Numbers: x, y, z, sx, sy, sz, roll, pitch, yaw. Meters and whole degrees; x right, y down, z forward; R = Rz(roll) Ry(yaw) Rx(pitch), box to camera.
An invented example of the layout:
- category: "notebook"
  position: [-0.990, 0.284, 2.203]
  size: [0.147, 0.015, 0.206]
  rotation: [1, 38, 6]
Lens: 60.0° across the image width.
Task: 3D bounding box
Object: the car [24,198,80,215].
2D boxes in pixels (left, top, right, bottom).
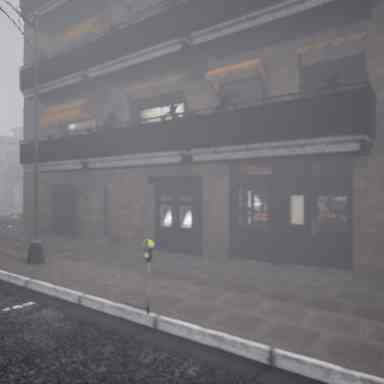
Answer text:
- category: "car"
  position: [-13.564, 1.357, 32.445]
  size: [1.752, 1.417, 4.829]
  rotation: [1, 1, 36]

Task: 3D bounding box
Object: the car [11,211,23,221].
- category: "car"
  position: [-9.921, 1.414, 23.187]
  size: [1.752, 1.417, 4.829]
  rotation: [1, 1, 36]
